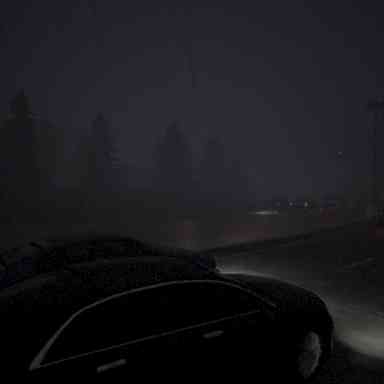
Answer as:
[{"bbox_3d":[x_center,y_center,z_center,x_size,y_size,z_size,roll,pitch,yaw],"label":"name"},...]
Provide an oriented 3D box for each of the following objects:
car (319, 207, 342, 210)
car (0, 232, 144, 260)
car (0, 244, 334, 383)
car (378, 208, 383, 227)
[{"bbox_3d":[15.274,1.249,35.627,2.150,2.045,5.566,0,0,33],"label":"car"},{"bbox_3d":[-1.943,1.564,6.833,5.357,1.411,2.033,0,0,-37],"label":"car"},{"bbox_3d":[-0.357,1.513,3.712,4.892,1.490,1.837,0,0,-36],"label":"car"},{"bbox_3d":[13.951,1.362,22.047,2.097,1.767,4.553,0,0,41],"label":"car"}]
